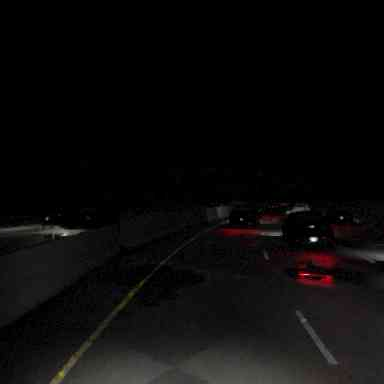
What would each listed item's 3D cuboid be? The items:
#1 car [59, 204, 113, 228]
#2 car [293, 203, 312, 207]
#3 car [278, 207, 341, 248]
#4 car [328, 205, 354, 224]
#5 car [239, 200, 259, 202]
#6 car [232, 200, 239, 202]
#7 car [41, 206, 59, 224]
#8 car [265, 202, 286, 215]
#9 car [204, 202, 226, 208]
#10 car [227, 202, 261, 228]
[{"bbox_3d":[-7.175,1.720,24.488,1.882,1.535,5.008,0,-1,15],"label":"car"},{"bbox_3d":[11.750,1.930,35.595,1.812,1.442,4.674,0,-1,24],"label":"car"},{"bbox_3d":[5.353,1.673,15.765,1.837,1.490,4.892,0,-1,11],"label":"car"},{"bbox_3d":[12.317,1.836,27.808,1.812,1.442,4.674,0,-1,20],"label":"car"},{"bbox_3d":[11.152,2.278,61.752,1.837,1.490,4.892,-1,-1,38],"label":"car"},{"bbox_3d":[8.446,2.338,63.989,1.812,1.442,4.674,-1,-1,37],"label":"car"},{"bbox_3d":[-10.098,1.760,27.076,2.128,1.511,4.902,0,-1,16],"label":"car"},{"bbox_3d":[10.235,1.957,40.392,2.128,1.511,4.902,0,-1,26],"label":"car"},{"bbox_3d":[3.000,2.007,42.013,1.812,1.442,4.674,0,-1,26],"label":"car"},{"bbox_3d":[4.036,1.744,24.945,1.882,1.535,5.008,0,-1,16],"label":"car"}]
